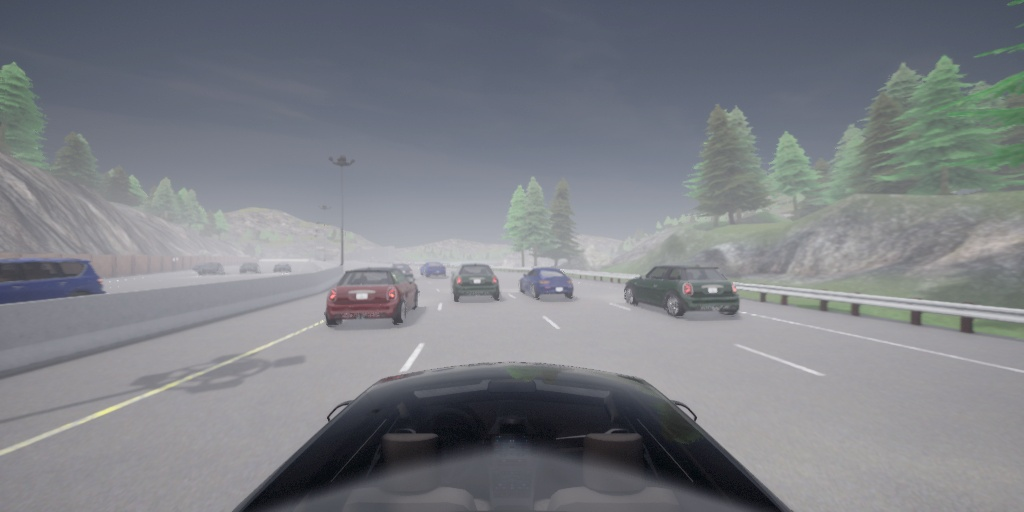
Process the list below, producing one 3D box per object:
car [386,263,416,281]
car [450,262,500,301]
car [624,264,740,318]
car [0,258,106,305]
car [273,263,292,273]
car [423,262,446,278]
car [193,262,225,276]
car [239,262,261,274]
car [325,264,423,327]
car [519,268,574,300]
[{"bbox_3d":[-10.199,1.409,32.617,2.033,1.411,5.357,0,0,-24],"label":"car"},{"bbox_3d":[-1.942,1.141,17.847,2.097,1.767,4.553,0,0,-11],"label":"car"},{"bbox_3d":[5.935,1.089,13.187,2.097,1.767,4.553,0,0,-7],"label":"car"},{"bbox_3d":[-14.816,1.070,9.942,2.150,2.045,5.566,0,0,-8],"label":"car"},{"bbox_3d":[-30.521,1.567,47.820,1.994,1.385,4.181,0,0,-30],"label":"car"},{"bbox_3d":[-7.997,1.333,36.008,1.882,1.535,5.008,0,0,-24],"label":"car"},{"bbox_3d":[-35.446,1.524,42.330,1.837,1.490,4.892,0,1,-30],"label":"car"},{"bbox_3d":[-33.284,1.520,45.596,1.837,1.490,4.892,0,0,-30],"label":"car"},{"bbox_3d":[-4.443,1.145,12.065,2.097,1.767,4.553,0,0,-7],"label":"car"},{"bbox_3d":[1.622,1.295,17.953,1.812,1.442,4.674,0,0,-11],"label":"car"}]
